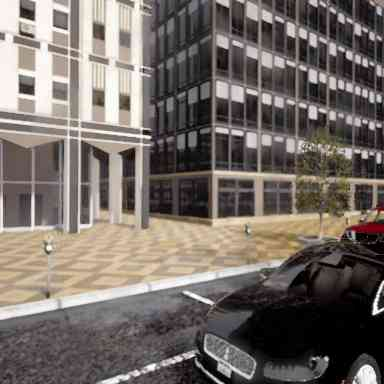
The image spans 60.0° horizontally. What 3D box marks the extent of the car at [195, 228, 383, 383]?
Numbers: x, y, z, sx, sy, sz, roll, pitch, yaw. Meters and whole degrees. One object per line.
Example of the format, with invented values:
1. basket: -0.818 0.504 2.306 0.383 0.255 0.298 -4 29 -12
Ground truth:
1. car: 2.285 1.536 4.738 4.892 1.490 1.837 0 0 -36

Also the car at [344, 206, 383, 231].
1. car: 7.244 1.400 11.572 5.009 1.841 2.192 0 0 -36
